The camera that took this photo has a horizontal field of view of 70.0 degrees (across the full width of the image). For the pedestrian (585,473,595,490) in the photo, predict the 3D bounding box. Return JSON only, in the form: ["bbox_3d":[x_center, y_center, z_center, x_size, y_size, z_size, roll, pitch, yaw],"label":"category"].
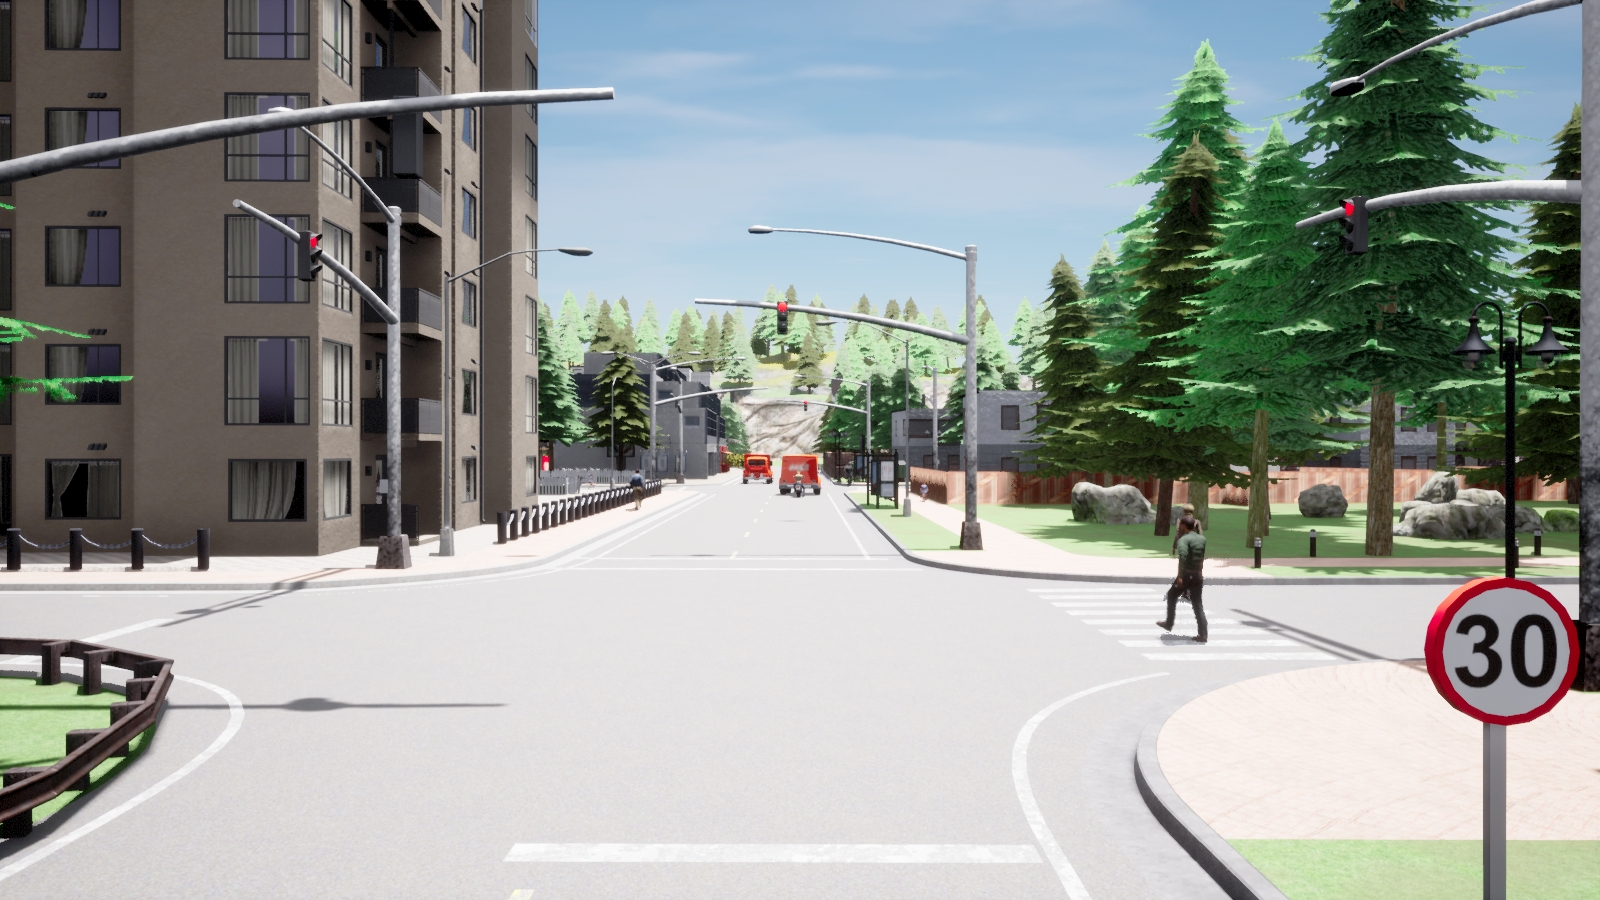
[{"bbox_3d":[-13.674,2.028,74.388,0.500,1.100,0.500,0,0,0],"label":"pedestrian"}]

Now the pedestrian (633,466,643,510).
[{"bbox_3d":[-7.017,1.647,49.485,0.375,1.860,0.375,0,0,1],"label":"pedestrian"}]

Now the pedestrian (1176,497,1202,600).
[{"bbox_3d":[7.162,1.802,21.031,0.375,1.860,0.375,0,0,4],"label":"pedestrian"}]

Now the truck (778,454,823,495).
[{"bbox_3d":[0.071,1.506,71.518,2.627,2.467,5.204,0,0,3],"label":"truck"}]

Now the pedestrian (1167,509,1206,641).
[{"bbox_3d":[5.603,1.805,16.572,0.375,1.860,0.375,0,0,-23],"label":"pedestrian"}]

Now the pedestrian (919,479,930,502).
[{"bbox_3d":[6.186,2.024,56.949,0.500,1.100,0.500,0,0,1],"label":"pedestrian"}]
